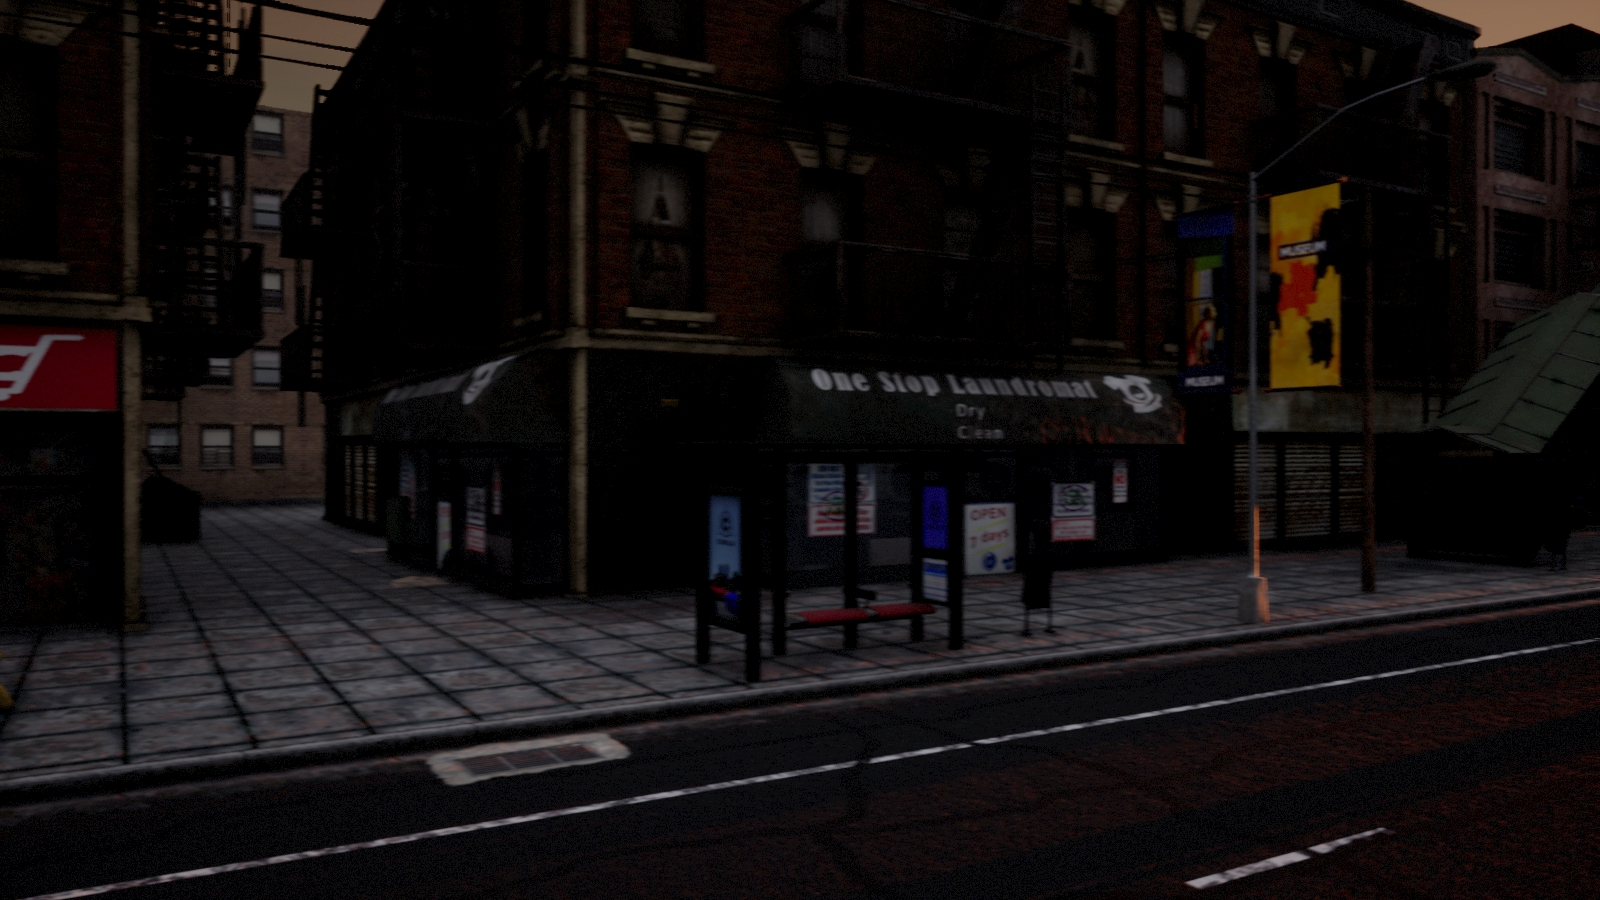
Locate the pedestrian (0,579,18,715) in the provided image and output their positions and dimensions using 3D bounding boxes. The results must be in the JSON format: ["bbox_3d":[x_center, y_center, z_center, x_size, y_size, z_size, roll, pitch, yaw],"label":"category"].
[{"bbox_3d":[-8.092,1.971,11.420,0.375,1.300,0.375,0,0,41],"label":"pedestrian"}]
